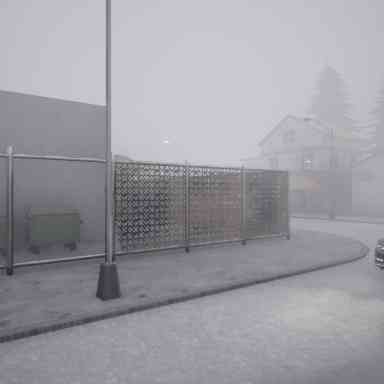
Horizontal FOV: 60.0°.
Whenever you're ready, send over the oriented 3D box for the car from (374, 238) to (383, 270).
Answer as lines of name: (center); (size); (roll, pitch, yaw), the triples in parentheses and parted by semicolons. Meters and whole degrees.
car: (7.241, 1.491, 9.757); (4.902, 1.511, 2.128); (0, 0, -35)
